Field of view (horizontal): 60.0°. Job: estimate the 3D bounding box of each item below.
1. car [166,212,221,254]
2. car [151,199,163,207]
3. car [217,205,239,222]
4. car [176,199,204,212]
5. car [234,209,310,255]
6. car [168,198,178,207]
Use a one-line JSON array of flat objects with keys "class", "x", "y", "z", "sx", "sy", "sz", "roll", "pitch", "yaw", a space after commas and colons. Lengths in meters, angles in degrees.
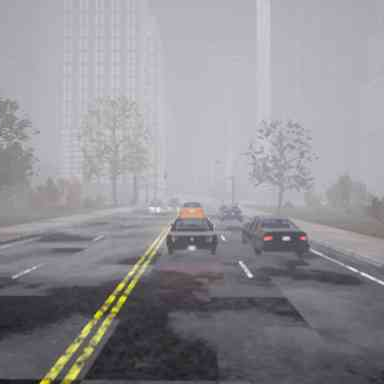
[{"class": "car", "x": 0.003, "y": 1.733, "z": 14.098, "sx": 1.895, "sy": 1.301, "sz": 4.718, "roll": 0, "pitch": 0, "yaw": 0}, {"class": "car", "x": -6.497, "y": 2.022, "z": 61.450, "sx": 2.128, "sy": 1.511, "sz": 4.902, "roll": 0, "pitch": -1, "yaw": 0}, {"class": "car", "x": 3.254, "y": 1.811, "z": 28.982, "sx": 2.033, "sy": 1.411, "sz": 5.357, "roll": 0, "pitch": 0, "yaw": 0}, {"class": "car", "x": 0.004, "y": 1.614, "z": 29.065, "sx": 2.097, "sy": 1.767, "sz": 4.553, "roll": 0, "pitch": -1, "yaw": 0}, {"class": "car", "x": 3.252, "y": 1.678, "z": 13.982, "sx": 2.033, "sy": 1.411, "sz": 5.357, "roll": 0, "pitch": 0, "yaw": 0}, {"class": "car", "x": -3.247, "y": 1.880, "z": 61.686, "sx": 2.097, "sy": 1.767, "sz": 4.553, "roll": 0, "pitch": 0, "yaw": 0}]
